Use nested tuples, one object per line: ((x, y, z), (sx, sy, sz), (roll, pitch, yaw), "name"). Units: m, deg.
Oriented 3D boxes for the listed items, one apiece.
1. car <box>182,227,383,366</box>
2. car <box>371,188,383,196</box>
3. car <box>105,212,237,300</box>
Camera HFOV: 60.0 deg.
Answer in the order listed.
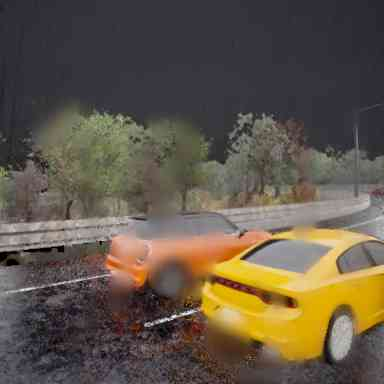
((2.442, 1.404, 5.800), (5.008, 1.535, 1.882), (-1, 1, -38), "car")
((46.717, 0.022, 82.547), (2.150, 2.045, 5.566), (-1, 0, 5), "car")
((0.216, 1.281, 8.519), (4.553, 1.767, 2.097), (-1, 1, -38), "car")
